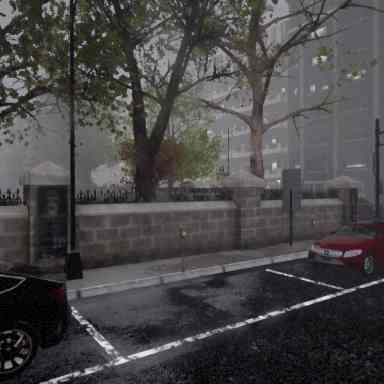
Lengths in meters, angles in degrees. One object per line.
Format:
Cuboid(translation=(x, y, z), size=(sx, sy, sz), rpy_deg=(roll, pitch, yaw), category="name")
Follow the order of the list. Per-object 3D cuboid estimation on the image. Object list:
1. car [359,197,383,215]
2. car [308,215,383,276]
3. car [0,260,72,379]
Cuboid(translation=(12.638, 1.133, 25.684), size=(2.097, 1.767, 4.553), rpy_deg=(0, 1, -37), category="car")
Cuboid(translation=(5.384, 1.581, 10.286), size=(4.206, 1.307, 1.802), rpy_deg=(0, 0, -35), category="car")
Cuboid(translation=(-3.696, 1.566, 3.955), size=(4.313, 1.339, 1.947), rpy_deg=(0, 0, -35), category="car")
